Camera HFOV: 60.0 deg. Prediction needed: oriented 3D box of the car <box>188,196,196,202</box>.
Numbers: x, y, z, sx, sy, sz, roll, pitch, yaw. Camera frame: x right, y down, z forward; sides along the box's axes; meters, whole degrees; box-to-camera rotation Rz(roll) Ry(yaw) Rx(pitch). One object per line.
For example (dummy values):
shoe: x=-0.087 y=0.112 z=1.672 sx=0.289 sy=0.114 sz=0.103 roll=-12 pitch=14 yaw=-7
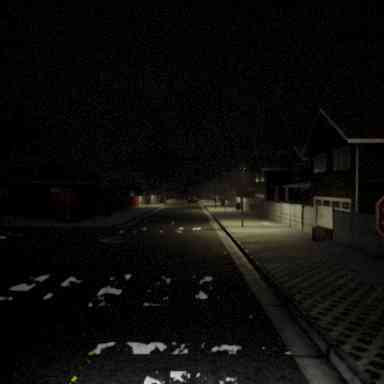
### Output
car: x=0.006 y=1.676 z=85.927 sx=2.128 sy=1.511 sz=4.902 roll=0 pitch=0 yaw=0

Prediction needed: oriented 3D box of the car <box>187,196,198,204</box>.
car: x=0.107 y=1.556 z=65.721 sx=2.128 sy=1.511 sz=4.902 roll=0 pitch=0 yaw=0
